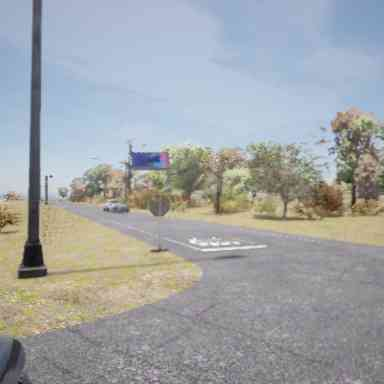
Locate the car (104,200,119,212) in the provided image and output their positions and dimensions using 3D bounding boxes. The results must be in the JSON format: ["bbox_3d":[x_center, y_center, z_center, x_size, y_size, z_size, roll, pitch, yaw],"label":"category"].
[{"bbox_3d":[-14.060,2.360,58.482,2.150,2.045,5.566,1,-1,-25],"label":"car"}]

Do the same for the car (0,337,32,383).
[{"bbox_3d":[-3.334,1.536,1.347,4.892,1.490,1.837,1,-1,-26],"label":"car"}]

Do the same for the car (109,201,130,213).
[{"bbox_3d":[-11.035,2.564,51.981,2.033,1.411,5.357,1,-1,-24],"label":"car"}]
